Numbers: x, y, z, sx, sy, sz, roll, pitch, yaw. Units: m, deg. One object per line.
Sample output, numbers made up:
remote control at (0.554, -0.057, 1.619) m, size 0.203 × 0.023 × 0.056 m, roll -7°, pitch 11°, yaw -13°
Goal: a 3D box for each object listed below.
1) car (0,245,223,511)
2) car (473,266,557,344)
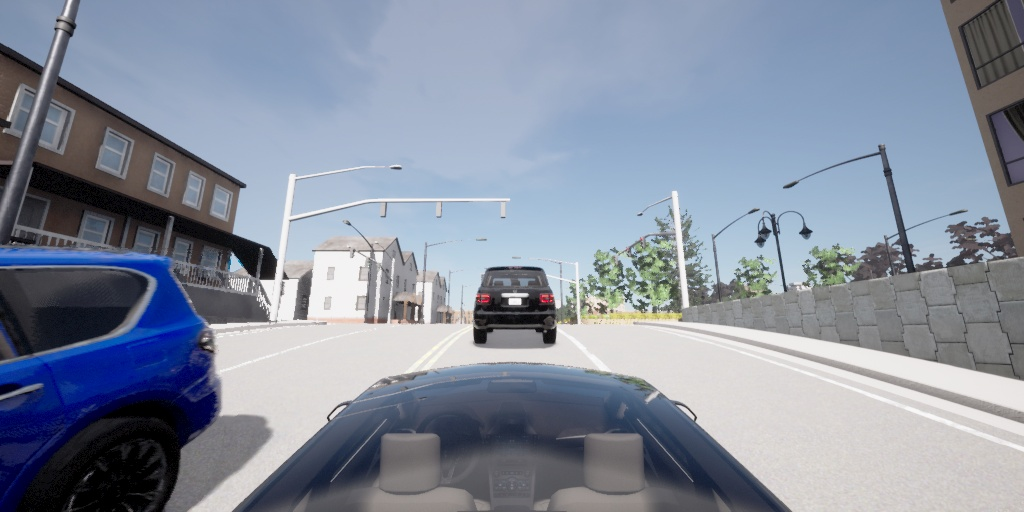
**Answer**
car at (-3.603, 0.958, 0.804) m, size 2.150 × 2.045 × 5.566 m, roll 0°, pitch 0°, yaw 0°
car at (0.081, 1.502, 11.186) m, size 2.150 × 2.045 × 5.566 m, roll 0°, pitch -7°, yaw 0°
